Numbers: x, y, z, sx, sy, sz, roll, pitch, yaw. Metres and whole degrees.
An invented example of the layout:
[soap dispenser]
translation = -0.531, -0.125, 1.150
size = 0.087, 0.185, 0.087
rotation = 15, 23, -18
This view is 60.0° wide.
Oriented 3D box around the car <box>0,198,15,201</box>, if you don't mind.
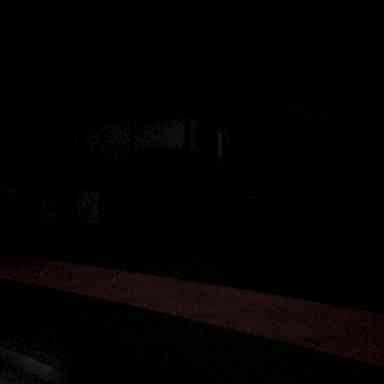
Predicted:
[car]
translation = -18.196, 1.335, 31.341
size = 1.837, 1.490, 4.892
rotation = 0, 0, 23
